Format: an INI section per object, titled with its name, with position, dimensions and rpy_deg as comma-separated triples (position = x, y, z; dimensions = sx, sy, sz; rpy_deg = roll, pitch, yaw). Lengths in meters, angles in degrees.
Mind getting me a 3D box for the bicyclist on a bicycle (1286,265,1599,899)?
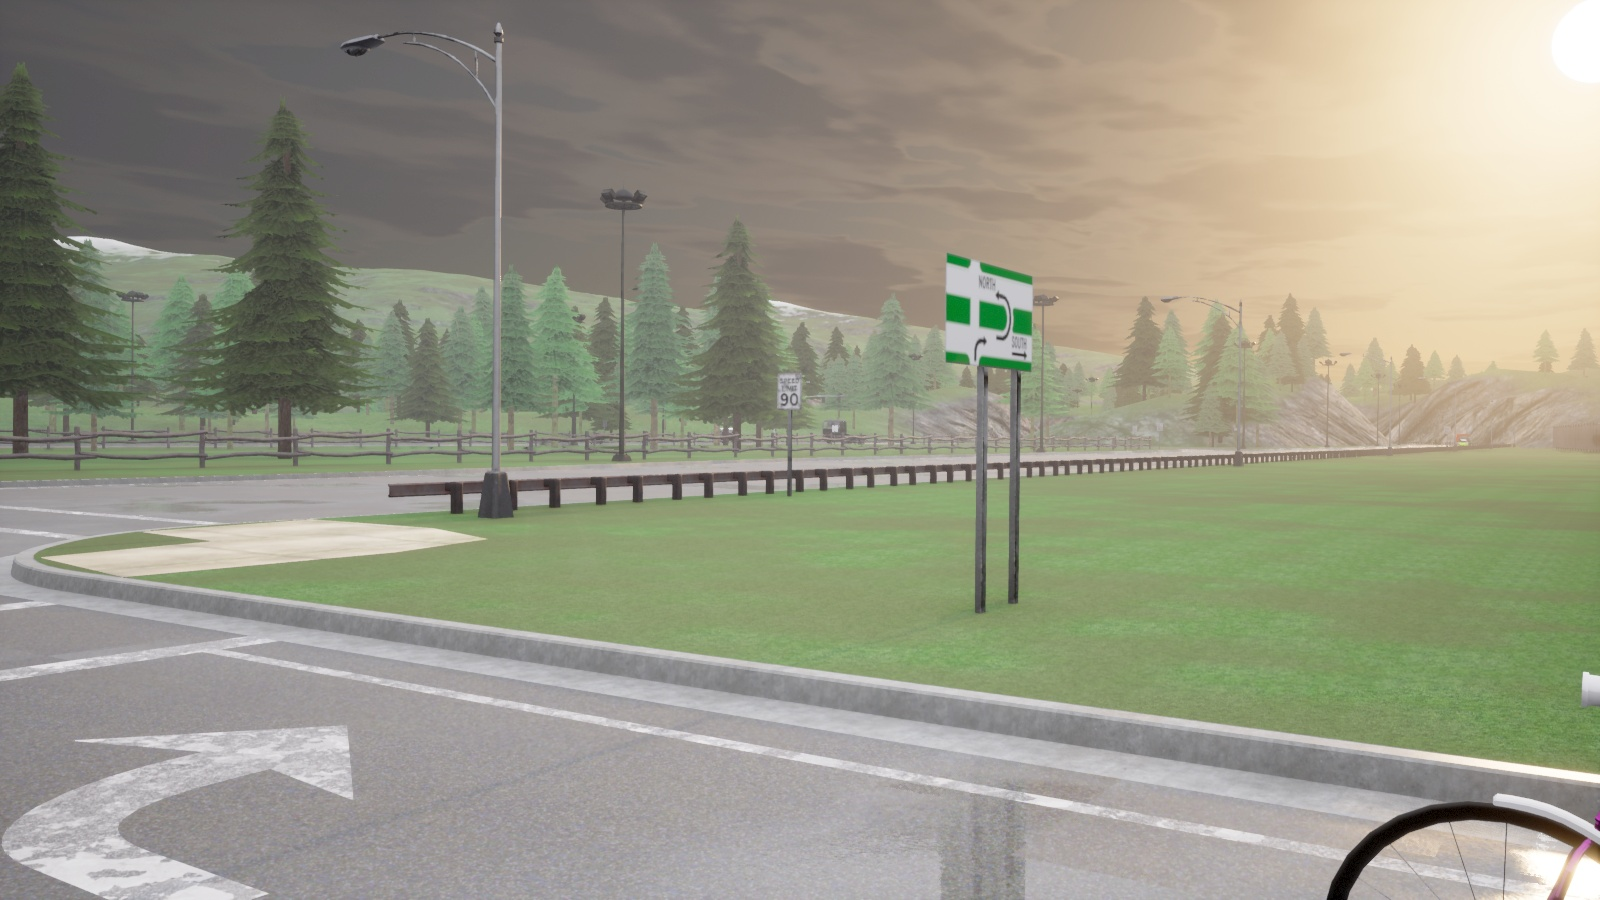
[bicyclist on a bicycle]
position = 1.943, 0.552, 2.330
dimensions = 1.843, 1.776, 0.659
rpy_deg = 0, 1, 34
